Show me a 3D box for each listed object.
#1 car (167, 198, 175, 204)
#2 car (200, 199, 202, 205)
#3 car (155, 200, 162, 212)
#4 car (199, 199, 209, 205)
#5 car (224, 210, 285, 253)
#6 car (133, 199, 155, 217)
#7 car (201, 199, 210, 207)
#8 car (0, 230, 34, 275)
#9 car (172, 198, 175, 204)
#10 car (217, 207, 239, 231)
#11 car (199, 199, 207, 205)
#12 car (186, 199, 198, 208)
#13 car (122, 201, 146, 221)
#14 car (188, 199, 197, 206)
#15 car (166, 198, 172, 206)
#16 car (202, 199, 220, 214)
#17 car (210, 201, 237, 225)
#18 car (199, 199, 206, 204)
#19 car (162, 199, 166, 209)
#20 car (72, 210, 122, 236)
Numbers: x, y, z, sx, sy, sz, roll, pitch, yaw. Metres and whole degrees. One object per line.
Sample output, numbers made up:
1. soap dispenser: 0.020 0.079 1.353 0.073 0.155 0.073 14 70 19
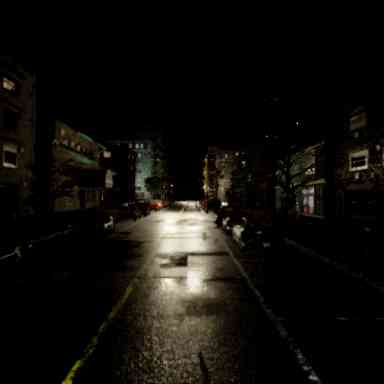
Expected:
1. car: -5.800 2.453 93.078 1.967 1.590 4.097 0 -1 0
2. car: 2.704 2.134 52.948 1.947 1.339 4.313 1 -1 0
3. car: -5.677 2.089 47.417 1.802 1.307 4.206 1 -1 0
4. car: 2.808 2.390 77.630 2.008 1.369 4.403 0 -1 0
5. car: 2.700 1.703 14.218 2.008 1.369 4.403 1 -1 0
6. car: -5.676 1.702 36.355 2.192 1.841 5.009 1 -1 0
7. car: 2.767 2.274 69.410 1.752 1.417 4.829 0 -1 0
8. car: -5.681 1.675 8.688 1.802 1.307 4.206 1 -1 0
9. car: -5.795 2.441 82.258 2.008 1.369 4.403 1 -1 0
10. car: 2.700 1.793 19.751 1.802 1.307 4.206 1 -1 0
11. car: 2.838 2.490 85.175 1.947 1.339 4.313 0 -1 0
12. car: 0.009 2.178 60.653 1.812 1.442 4.674 0 -1 0
13. car: -5.678 1.852 30.649 1.752 1.417 4.829 1 -1 0
14. car: 0.009 2.171 70.656 1.837 1.490 4.892 0 -1 0
15. car: -5.743 2.291 71.024 1.752 1.417 4.829 1 -1 0
16. car: 2.706 1.763 41.885 2.192 1.841 5.009 1 -1 0
17. car: 2.702 1.710 25.286 1.967 1.590 4.097 1 -1 0
18. car: 2.839 2.607 94.175 1.802 1.307 4.206 0 -1 0
19. car: -5.674 2.008 52.951 1.967 1.590 4.097 1 -1 0
20. car: -5.680 1.792 19.754 1.802 1.307 4.206 1 -1 0
